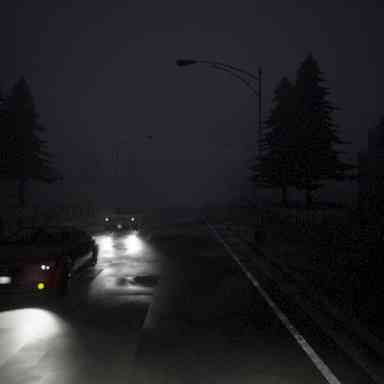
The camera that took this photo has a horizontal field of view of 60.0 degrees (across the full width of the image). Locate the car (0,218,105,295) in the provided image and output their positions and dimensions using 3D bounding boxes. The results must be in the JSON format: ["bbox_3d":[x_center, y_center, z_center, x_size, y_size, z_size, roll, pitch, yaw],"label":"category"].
[{"bbox_3d":[-3.810,1.570,8.597,1.994,1.385,4.181,0,0,-2],"label":"car"}]

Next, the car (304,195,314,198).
[{"bbox_3d":[27.136,1.371,76.970,1.845,1.501,3.633,0,0,-1],"label":"car"}]

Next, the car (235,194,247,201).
[{"bbox_3d":[12.030,1.397,84.345,2.007,1.523,4.514,0,0,-1],"label":"car"}]

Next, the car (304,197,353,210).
[{"bbox_3d":[16.730,1.613,40.924,4.718,1.301,1.895,0,0,0],"label":"car"}]

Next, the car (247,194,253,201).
[{"bbox_3d":[15.166,1.387,84.449,2.152,1.636,5.027,0,0,-1],"label":"car"}]

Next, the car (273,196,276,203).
[{"bbox_3d":[15.325,1.429,65.783,1.970,1.475,3.806,0,0,-1],"label":"car"}]

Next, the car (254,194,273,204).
[{"bbox_3d":[12.466,1.413,58.315,1.845,1.501,3.633,0,0,-1],"label":"car"}]

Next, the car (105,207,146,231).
[{"bbox_3d":[-4.066,1.615,20.692,1.895,1.301,4.718,0,0,-1],"label":"car"}]

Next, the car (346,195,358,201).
[{"bbox_3d":[37.128,1.349,77.091,2.007,1.523,4.514,0,0,-1],"label":"car"}]
